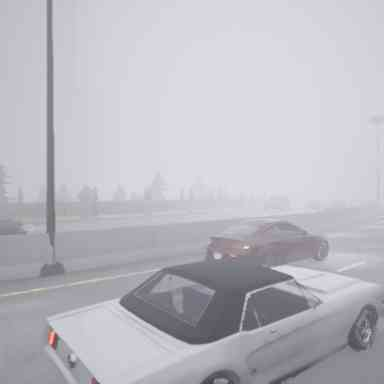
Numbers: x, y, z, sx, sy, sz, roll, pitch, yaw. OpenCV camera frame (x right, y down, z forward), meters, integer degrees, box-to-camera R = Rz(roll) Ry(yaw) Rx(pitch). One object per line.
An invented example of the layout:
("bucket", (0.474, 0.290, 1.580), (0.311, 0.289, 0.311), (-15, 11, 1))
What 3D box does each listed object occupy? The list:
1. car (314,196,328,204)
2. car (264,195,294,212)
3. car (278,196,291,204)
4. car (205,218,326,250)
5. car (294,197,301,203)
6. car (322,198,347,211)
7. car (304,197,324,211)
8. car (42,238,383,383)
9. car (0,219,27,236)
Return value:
("car", (29.482, 1.855, 76.225), (2.097, 1.767, 4.553), (0, -1, 8))
("car", (10.901, 1.426, 42.223), (2.150, 2.045, 5.566), (0, -1, 30))
("car", (22.916, 1.936, 82.360), (2.097, 1.767, 4.553), (0, -1, 2))
("car", (2.459, 1.557, 10.463), (4.674, 1.442, 1.812), (0, 0, -40))
("car", (26.458, 1.960, 84.931), (1.837, 1.490, 4.892), (0, -1, 2))
("car", (16.738, 1.674, 38.429), (1.837, 1.490, 4.892), (0, -1, 31))
("car", (16.583, 1.726, 45.300), (1.837, 1.490, 4.892), (0, 0, 27))
("car", (0.709, 1.615, 4.477), (4.718, 1.301, 1.895), (0, 0, -38))
("car", (-10.039, 1.612, 14.084), (5.357, 1.411, 2.033), (0, 0, -36))
